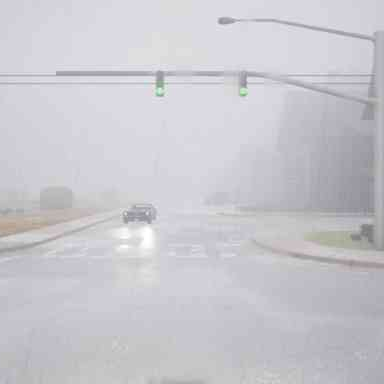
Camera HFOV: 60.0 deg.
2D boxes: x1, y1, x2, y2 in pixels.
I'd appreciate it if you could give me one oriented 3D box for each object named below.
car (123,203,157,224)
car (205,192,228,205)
[{"bbox_3d":[-3.689,1.515,24.161,1.895,1.301,4.718,0,0,0],"label":"car"},{"bbox_3d":[3.924,0.975,52.779,1.905,1.878,3.866,-8,4,-42],"label":"car"}]
